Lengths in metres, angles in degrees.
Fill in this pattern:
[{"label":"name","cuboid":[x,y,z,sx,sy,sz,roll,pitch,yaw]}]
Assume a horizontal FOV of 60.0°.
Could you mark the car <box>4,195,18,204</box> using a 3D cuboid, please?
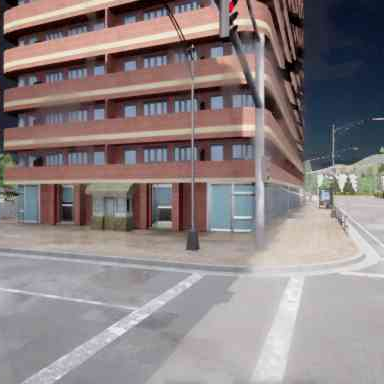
[{"label":"car","cuboid":[-28.019,1.297,54.207,2.097,1.767,4.553,0,0,30]}]
